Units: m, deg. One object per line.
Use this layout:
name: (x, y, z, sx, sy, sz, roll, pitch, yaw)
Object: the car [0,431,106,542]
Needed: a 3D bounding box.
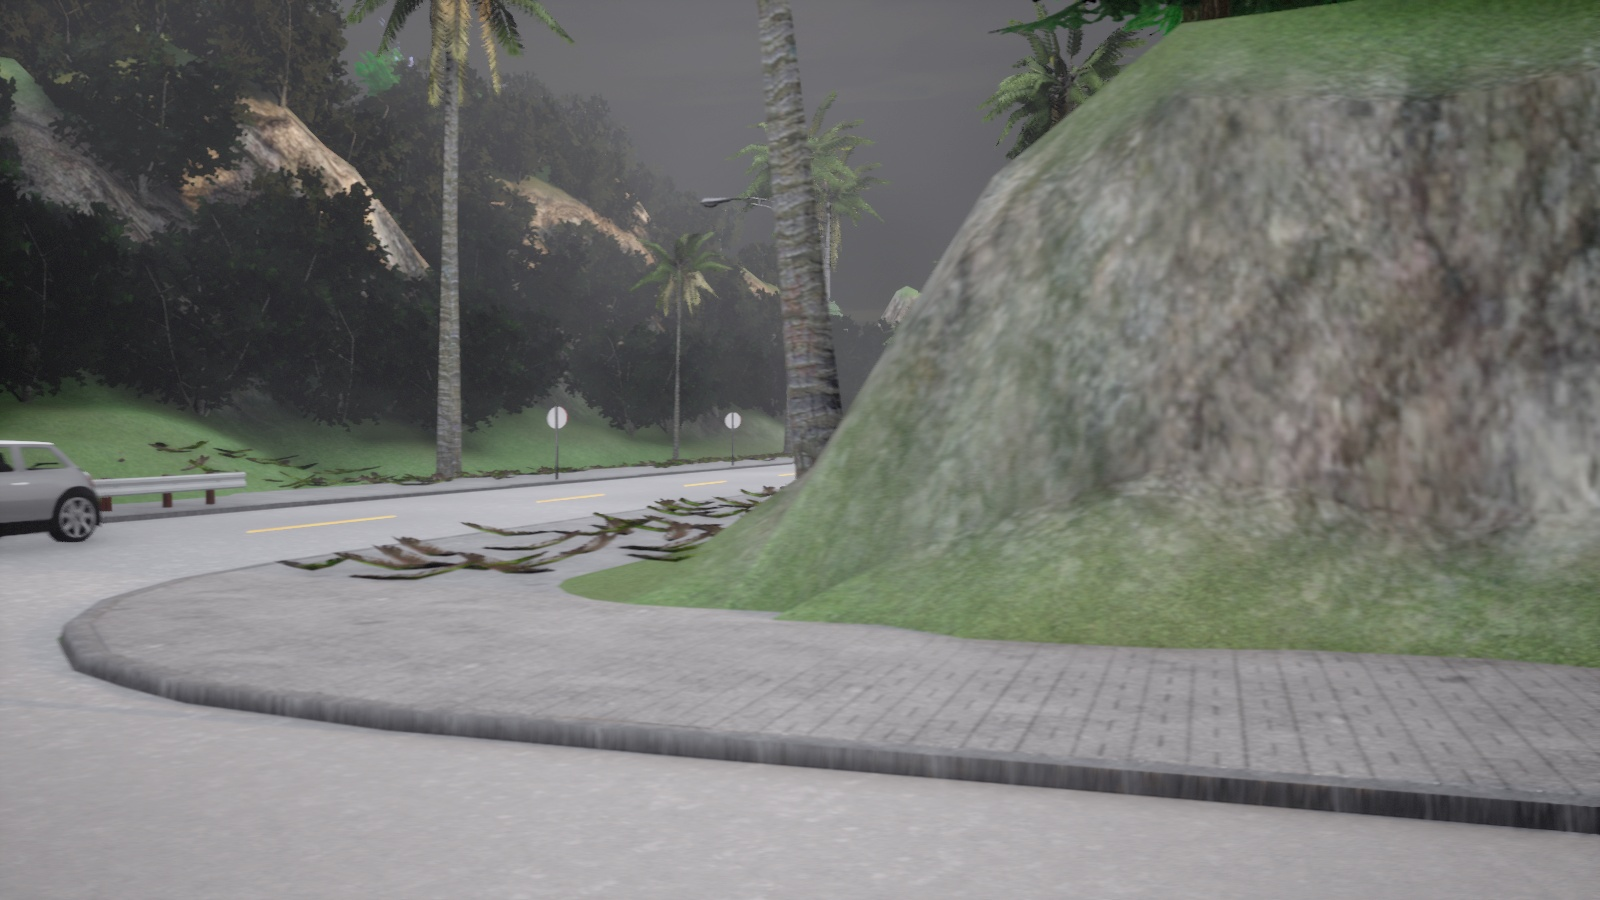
car: (-11.654, 0.480, 16.805, 1.970, 1.475, 3.806, 1, 1, 18)
